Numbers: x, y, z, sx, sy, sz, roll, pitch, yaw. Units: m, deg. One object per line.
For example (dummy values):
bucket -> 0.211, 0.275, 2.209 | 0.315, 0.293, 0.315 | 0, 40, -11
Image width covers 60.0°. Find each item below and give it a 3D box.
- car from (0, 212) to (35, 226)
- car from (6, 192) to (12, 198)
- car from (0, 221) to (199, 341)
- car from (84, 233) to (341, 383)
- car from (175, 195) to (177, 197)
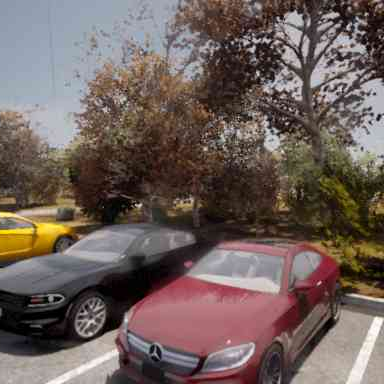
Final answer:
car -> -5.823, 1.348, 9.971 | 2.097, 1.535, 5.008 | 1, 0, 36
car -> -32.948, 0.527, 59.769 | 1.837, 1.490, 4.892 | -3, -1, 35
car -> -1.287, 1.412, 6.742 | 2.097, 1.535, 5.008 | 1, 0, 36
car -> 0.978, 1.490, 5.120 | 2.002, 1.452, 4.674 | 1, 1, 36
car -> -3.947, 0.576, 57.624 | 1.895, 1.301, 4.718 | -1, 2, -37
